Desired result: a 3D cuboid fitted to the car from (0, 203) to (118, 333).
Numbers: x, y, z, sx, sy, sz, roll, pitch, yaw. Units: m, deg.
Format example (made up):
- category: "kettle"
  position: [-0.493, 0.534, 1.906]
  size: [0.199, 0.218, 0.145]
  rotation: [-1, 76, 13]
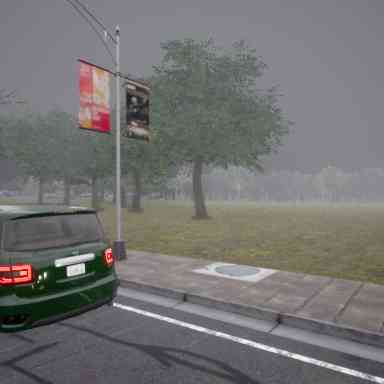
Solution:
- category: "car"
  position: [-3.856, 1.235, 6.390]
  size: [5.566, 2.045, 2.150]
  rotation: [0, 0, 36]
